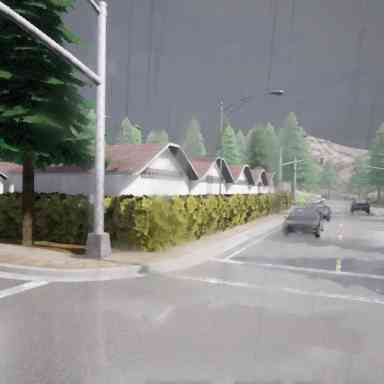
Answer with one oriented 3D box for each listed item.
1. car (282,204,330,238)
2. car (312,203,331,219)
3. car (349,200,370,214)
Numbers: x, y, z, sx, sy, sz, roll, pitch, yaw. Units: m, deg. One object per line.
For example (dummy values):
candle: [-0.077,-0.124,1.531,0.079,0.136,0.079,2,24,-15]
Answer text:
car: [6.433,1.620,18.883,2.033,1.411,5.357,1,0,25]
car: [10.566,1.642,27.898,1.994,1.385,4.181,1,0,25]
car: [19.258,1.656,38.231,1.837,1.490,4.892,1,0,23]
